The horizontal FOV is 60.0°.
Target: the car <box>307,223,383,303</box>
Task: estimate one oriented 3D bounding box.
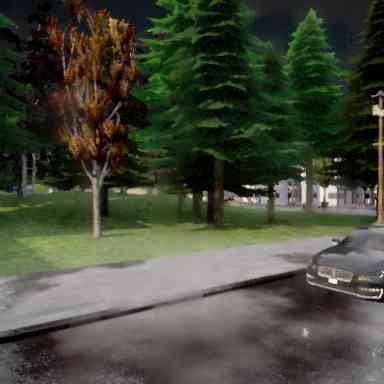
[{"bbox_3d":[4.794,1.553,8.063,4.892,1.490,1.837,1,0,-36],"label":"car"}]
